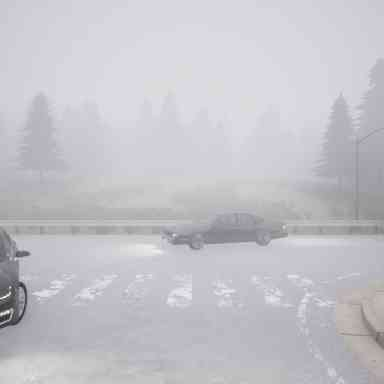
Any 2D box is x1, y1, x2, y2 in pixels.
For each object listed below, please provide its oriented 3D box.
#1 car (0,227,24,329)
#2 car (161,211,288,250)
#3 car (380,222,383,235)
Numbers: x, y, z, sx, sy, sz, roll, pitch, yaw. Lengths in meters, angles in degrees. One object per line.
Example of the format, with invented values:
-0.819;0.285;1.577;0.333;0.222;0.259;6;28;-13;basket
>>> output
-4.458;1.505;6.589;1.837;1.490;4.892;0;0;-28;car
1.457;1.547;14.231;5.357;1.411;2.033;0;0;-20;car
11.236;1.492;15.111;4.902;1.511;2.128;0;0;0;car
